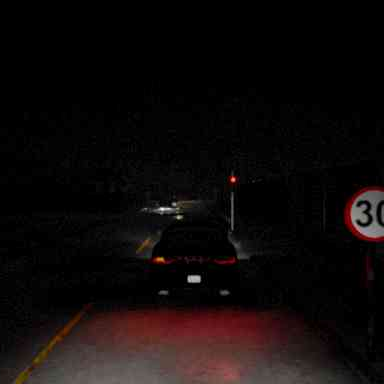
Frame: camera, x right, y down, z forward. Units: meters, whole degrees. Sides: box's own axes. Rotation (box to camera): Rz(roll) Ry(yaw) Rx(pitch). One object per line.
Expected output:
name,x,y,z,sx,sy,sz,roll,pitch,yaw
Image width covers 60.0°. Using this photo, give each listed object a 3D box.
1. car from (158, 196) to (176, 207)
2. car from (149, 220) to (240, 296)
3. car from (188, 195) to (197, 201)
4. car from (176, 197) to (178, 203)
car,-4.017,1.447,50.648,2.128,1.511,4.902,0,0,0
car,0.063,1.470,8.671,1.882,1.535,5.008,0,0,1
car,0.101,1.276,71.446,1.812,1.442,4.674,0,0,0
car,-3.932,1.505,66.422,1.994,1.385,4.181,0,0,1
